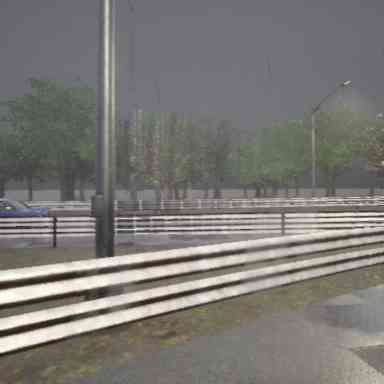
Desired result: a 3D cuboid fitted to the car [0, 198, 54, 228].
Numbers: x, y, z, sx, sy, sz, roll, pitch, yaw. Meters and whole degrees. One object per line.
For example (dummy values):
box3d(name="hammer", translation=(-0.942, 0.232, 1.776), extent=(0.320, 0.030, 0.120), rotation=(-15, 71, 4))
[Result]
box3d(name="car", translation=(-11.217, 1.411, 20.031), extent=(5.566, 2.045, 2.150), rotation=(-1, 1, -2))
